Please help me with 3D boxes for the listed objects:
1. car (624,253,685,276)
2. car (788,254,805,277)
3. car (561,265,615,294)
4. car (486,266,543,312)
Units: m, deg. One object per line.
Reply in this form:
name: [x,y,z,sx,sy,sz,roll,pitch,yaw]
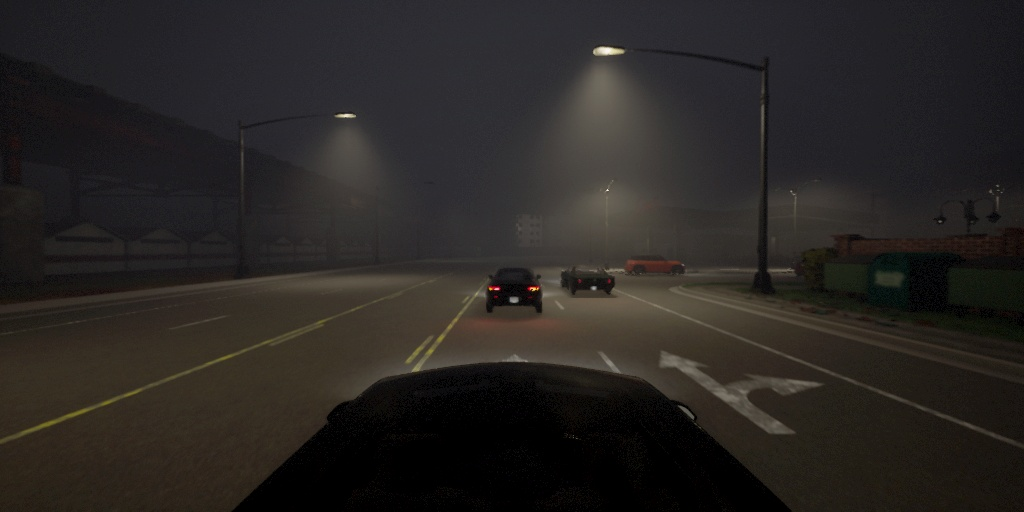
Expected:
car: [11.741,0.656,29.495,4.553,1.767,2.097,0,1,0]
car: [23.311,0.712,26.014,4.553,1.767,2.097,0,1,0]
car: [3.592,1.094,17.902,1.895,1.301,4.718,0,1,0]
car: [0.097,1.098,12.993,1.812,1.442,4.674,0,1,1]
